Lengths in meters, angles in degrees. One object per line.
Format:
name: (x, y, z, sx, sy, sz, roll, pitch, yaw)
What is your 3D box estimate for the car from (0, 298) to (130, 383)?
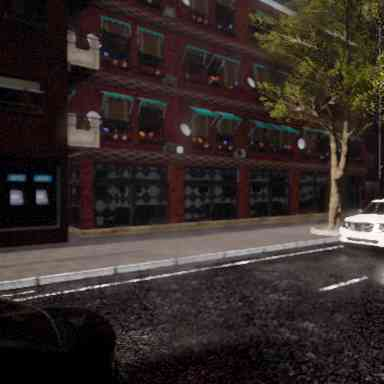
car: (-2.747, 1.503, 1.723, 4.892, 1.490, 1.837, 1, -1, -36)

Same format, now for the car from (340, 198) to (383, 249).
car: (8.412, 1.282, 13.649, 5.566, 2.045, 2.150, 1, 0, -35)
